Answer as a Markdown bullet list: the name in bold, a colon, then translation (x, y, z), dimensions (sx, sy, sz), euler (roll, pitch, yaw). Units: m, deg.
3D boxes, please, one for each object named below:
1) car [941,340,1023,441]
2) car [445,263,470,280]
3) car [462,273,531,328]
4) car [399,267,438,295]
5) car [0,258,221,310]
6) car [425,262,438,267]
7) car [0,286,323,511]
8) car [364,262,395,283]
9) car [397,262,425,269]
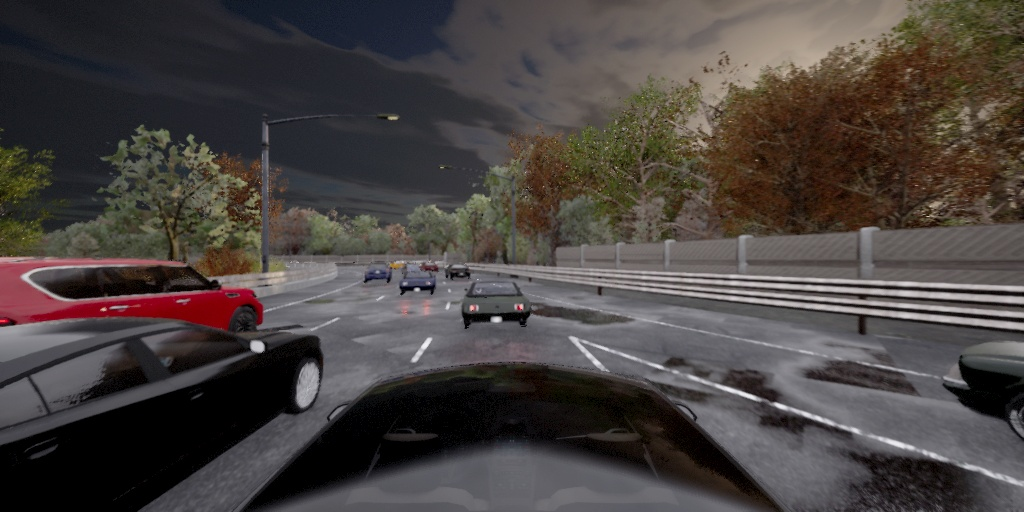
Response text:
- **car**: translation (6.872, 1.318, 2.605), dimensions (1.895, 1.301, 4.718), euler (0, 0, -30)
- **car**: translation (-5.316, 1.475, 34.650), dimensions (1.882, 1.535, 5.008), euler (0, 0, -18)
- **car**: translation (-0.630, 1.423, 11.794), dimensions (1.895, 1.301, 4.718), euler (0, 0, -6)
- **car**: translation (-5.512, 1.515, 21.378), dimensions (1.895, 1.301, 4.718), euler (0, 0, -11)
- **car**: translation (-7.166, 1.052, 6.533), dimensions (2.150, 2.045, 5.566), euler (0, 0, -3)
- **car**: translation (-11.939, 1.622, 51.285), dimensions (1.882, 1.535, 5.008), euler (0, 0, -25)
- **car**: translation (-3.561, 1.263, 3.052), dimensions (1.882, 1.535, 5.008), euler (0, 0, -1)
- **car**: translation (-11.763, 1.371, 31.782), dimensions (2.097, 1.767, 4.553), euler (0, 0, -17)
- **car**: translation (-12.643, 1.654, 44.539), dimensions (2.033, 1.411, 5.357), euler (0, 0, -23)
